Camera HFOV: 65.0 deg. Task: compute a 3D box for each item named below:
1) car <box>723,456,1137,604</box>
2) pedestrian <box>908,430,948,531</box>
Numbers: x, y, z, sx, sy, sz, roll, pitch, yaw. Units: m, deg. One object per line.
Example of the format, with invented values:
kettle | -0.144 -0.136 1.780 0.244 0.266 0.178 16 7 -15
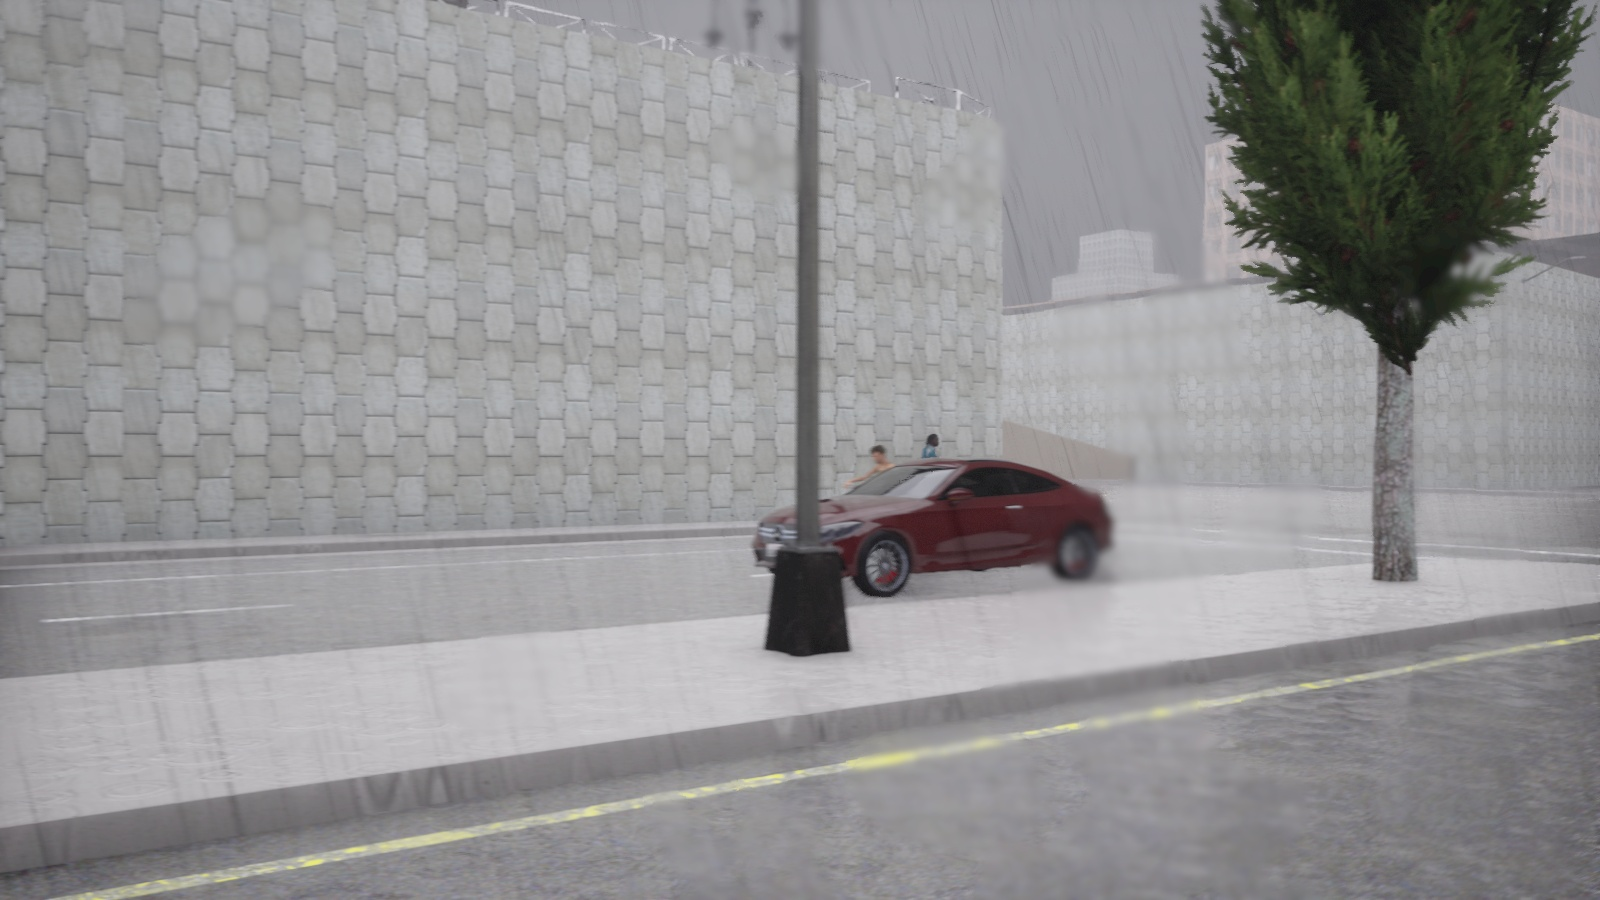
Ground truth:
car | 1.594 0.803 14.453 4.674 1.442 1.812 0 0 -34
pedestrian | 2.467 0.581 24.142 0.692 1.930 0.396 0 0 19
